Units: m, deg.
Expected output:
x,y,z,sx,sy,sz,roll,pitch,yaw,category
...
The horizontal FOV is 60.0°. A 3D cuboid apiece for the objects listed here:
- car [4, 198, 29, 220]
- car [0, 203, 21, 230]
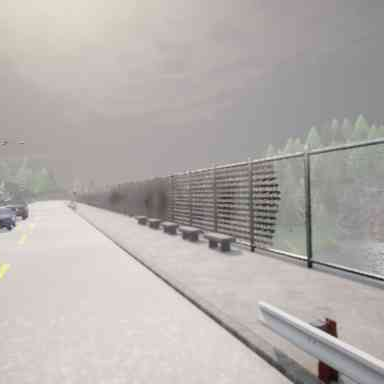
x,y,z,sx,sy,sz,roll,pitch,yaw,category
-17.474,1.655,32.916,2.150,2.045,5.566,-2,0,-22,car
-13.499,1.817,23.301,1.882,1.535,5.008,-2,0,-22,car
